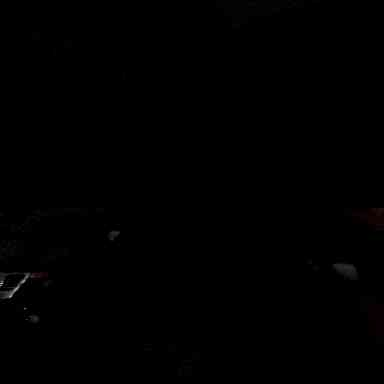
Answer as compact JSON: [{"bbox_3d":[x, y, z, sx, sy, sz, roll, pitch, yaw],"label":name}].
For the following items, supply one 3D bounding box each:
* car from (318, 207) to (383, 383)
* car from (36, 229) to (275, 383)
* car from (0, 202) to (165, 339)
[{"bbox_3d":[2.653,1.229,3.491,2.435,2.045,5.566,0,-1,16],"label":"car"},{"bbox_3d":[0.201,1.520,5.235,2.163,1.488,4.792,0,-1,16],"label":"car"},{"bbox_3d":[-2.243,1.250,6.984,2.435,2.045,5.566,0,-1,16],"label":"car"}]
